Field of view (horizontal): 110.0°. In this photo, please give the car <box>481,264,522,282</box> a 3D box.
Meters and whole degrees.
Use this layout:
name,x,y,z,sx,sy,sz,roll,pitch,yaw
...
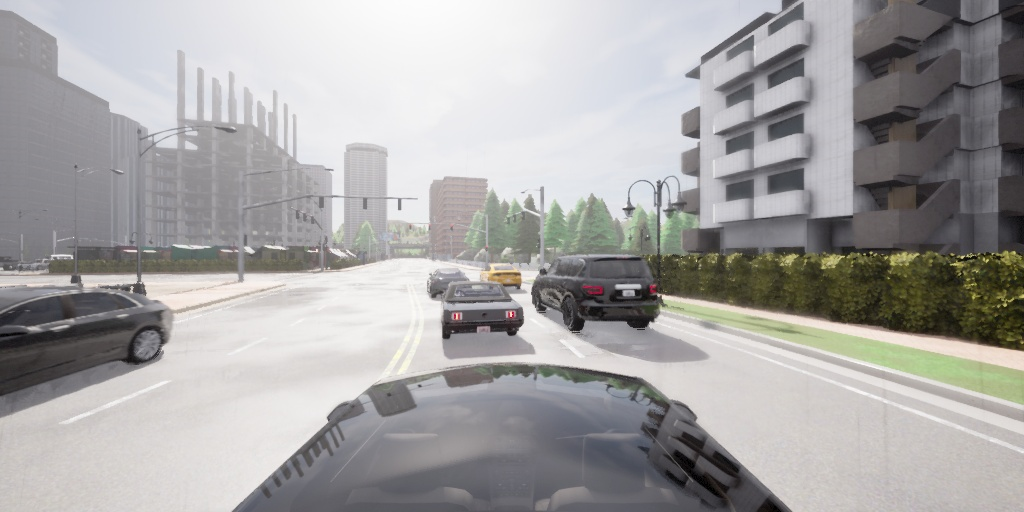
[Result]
name,x,y,z,sx,sy,sz,roll,pitch,yaw
car,-0.797,1.228,22.382,1.882,1.535,5.008,0,0,-14

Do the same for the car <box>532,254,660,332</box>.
name,x,y,z,sx,sy,sz,roll,pitch,yaw
car,2.240,0.972,11.114,2.150,2.045,5.566,0,0,-11

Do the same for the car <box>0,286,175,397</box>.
name,x,y,z,sx,sy,sz,roll,pitch,yaw
car,-7.471,1.256,5.166,1.837,1.490,4.892,0,0,-8

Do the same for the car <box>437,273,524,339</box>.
name,x,y,z,sx,sy,sz,roll,pitch,yaw
car,-1.078,1.351,10.157,1.895,1.301,4.718,0,0,-12

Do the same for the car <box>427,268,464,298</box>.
name,x,y,z,sx,sy,sz,roll,pitch,yaw
car,-3.323,1.314,18.624,1.994,1.385,4.181,0,0,-16
